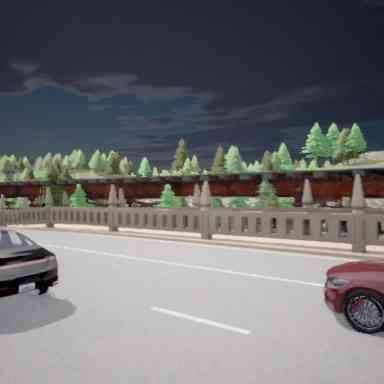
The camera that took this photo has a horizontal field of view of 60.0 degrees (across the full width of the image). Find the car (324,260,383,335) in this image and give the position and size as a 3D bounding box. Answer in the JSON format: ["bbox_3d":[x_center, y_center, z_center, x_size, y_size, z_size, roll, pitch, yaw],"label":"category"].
[{"bbox_3d":[4.511,1.516,5.074,4.674,1.442,1.812,-1,0,36],"label":"car"}]

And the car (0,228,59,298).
[{"bbox_3d":[-5.038,1.580,7.586,4.902,1.511,2.128,-1,0,35],"label":"car"}]
